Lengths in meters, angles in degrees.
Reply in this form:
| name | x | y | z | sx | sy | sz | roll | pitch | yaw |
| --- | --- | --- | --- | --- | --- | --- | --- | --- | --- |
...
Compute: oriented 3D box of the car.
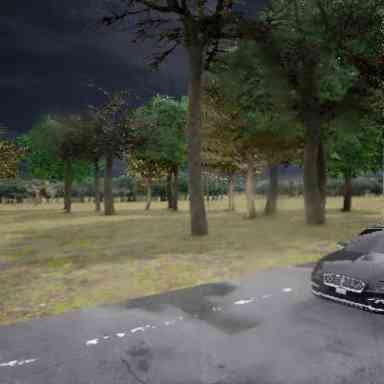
| name | x | y | z | sx | sy | sz | roll | pitch | yaw |
| --- | --- | --- | --- | --- | --- | --- | --- | --- | --- |
| car | 4.604 | 1.485 | 7.276 | 4.892 | 1.490 | 1.837 | 0 | 0 | -36 |
